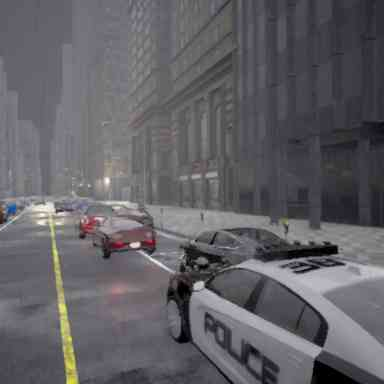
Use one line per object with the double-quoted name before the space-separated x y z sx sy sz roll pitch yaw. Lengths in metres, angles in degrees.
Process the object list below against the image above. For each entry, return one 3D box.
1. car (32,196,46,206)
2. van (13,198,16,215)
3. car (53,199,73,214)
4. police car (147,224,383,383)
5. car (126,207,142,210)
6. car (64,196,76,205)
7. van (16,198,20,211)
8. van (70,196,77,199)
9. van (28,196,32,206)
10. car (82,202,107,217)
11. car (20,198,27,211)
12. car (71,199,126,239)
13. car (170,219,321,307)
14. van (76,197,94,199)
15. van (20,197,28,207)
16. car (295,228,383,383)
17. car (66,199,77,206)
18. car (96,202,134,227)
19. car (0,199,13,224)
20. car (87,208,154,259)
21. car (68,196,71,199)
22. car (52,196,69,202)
"car" -30.112 2.015 65.934 1.837 1.490 4.892 0 -1 -24
"van" -18.101 1.607 31.499 1.690 1.788 3.998 0 0 -24
"car" -15.041 1.873 39.020 1.895 1.301 4.718 0 0 -23
"police car" 1.164 1.430 4.019 1.930 1.638 5.238 0 0 -24
"car" -3.476 1.652 19.306 2.008 1.369 4.403 0 0 -24
"car" -26.188 1.816 71.341 2.192 1.841 5.009 0 0 -24
"van" -20.372 1.646 36.702 1.690 1.788 3.998 0 0 -24
"van" -17.104 1.678 50.527 1.690 1.788 3.998 0 0 -24
"van" -31.726 1.849 62.718 1.690 1.788 3.998 0 0 -24
"car" -10.289 1.768 34.917 2.008 1.369 4.403 0 0 -24
"car" -24.911 1.967 47.107 1.802 1.307 4.206 0 0 -24
"car" -5.333 1.460 18.479 2.097 1.767 4.553 -1 0 -23
"car" 1.066 1.590 8.899 1.947 1.339 4.313 0 0 -24
"van" -12.563 1.598 40.121 1.690 1.788 3.998 0 0 -24
"van" -27.185 1.767 52.312 1.690 1.788 3.998 0 0 -24
"car" 3.336 1.426 3.696 1.967 1.590 4.097 0 0 -24
"car" -23.915 2.041 66.137 1.802 1.307 4.206 0 0 -24
"car" -5.748 1.580 24.509 1.967 1.590 4.097 0 0 -24
"car" -15.830 1.542 26.295 2.192 1.841 5.009 0 0 -24
"car" -2.791 1.597 13.083 1.812 1.442 4.674 0 0 -24
"car" -21.645 1.859 60.934 1.967 1.590 4.097 0 0 -24
"car" -20.598 1.848 51.634 1.882 1.535 5.008 0 0 -24
